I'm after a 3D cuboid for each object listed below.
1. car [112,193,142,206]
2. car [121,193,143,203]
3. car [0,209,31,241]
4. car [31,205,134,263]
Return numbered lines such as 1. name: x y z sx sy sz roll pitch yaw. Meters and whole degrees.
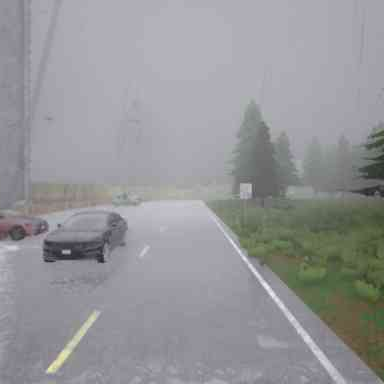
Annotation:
1. car: -9.552 1.311 48.778 3.988 1.617 1.851 0 0 -1
2. car: -11.911 1.125 65.623 3.866 1.878 1.905 0 0 -31
3. car: -9.061 1.494 15.770 4.181 1.381 1.994 0 0 -1
4. car: -3.569 1.435 11.975 1.882 1.535 5.008 0 0 0
